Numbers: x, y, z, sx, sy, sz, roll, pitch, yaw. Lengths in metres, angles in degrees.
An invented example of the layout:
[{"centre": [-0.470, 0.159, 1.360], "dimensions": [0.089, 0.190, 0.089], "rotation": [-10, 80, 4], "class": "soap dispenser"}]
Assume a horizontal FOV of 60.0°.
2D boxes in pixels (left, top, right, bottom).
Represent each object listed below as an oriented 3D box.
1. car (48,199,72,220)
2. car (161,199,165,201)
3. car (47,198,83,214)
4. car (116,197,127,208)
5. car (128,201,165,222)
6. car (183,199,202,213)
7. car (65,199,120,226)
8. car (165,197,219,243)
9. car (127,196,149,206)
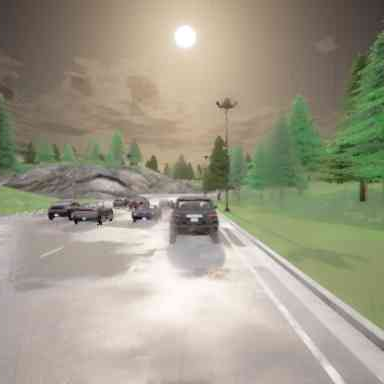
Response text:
[{"centre": [-10.408, 1.515, 27.960], "dimensions": [1.837, 1.490, 4.892], "rotation": [0, 0, 0], "class": "car"}, {"centre": [-3.412, 1.617, 45.969], "dimensions": [1.895, 1.301, 4.718], "rotation": [0, 0, 0], "class": "car"}, {"centre": [-13.922, 1.507, 36.803], "dimensions": [2.128, 1.511, 4.902], "rotation": [0, 0, 0], "class": "car"}, {"centre": [-10.413, 1.509, 49.655], "dimensions": [2.128, 1.511, 4.902], "rotation": [0, 0, 0], "class": "car"}, {"centre": [-3.407, 1.610, 25.994], "dimensions": [1.895, 1.301, 4.718], "rotation": [0, 0, 0], "class": "car"}, {"centre": [0.089, 1.560, 38.529], "dimensions": [2.033, 1.411, 5.357], "rotation": [0, 0, 0], "class": "car"}, {"centre": [-6.906, 1.500, 23.732], "dimensions": [2.128, 1.511, 4.902], "rotation": [0, 0, 0], "class": "car"}, {"centre": [0.095, 1.227, 16.333], "dimensions": [2.150, 2.045, 5.566], "rotation": [0, 0, 0], "class": "car"}, {"centre": [-6.911, 1.368, 44.590], "dimensions": [2.097, 1.767, 4.553], "rotation": [0, 0, 0], "class": "car"}]
